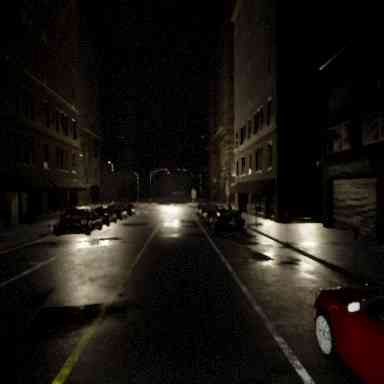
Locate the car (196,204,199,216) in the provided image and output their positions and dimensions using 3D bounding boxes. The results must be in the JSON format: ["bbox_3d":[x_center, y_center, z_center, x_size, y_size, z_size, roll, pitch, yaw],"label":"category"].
[{"bbox_3d":[1.579,1.749,30.652,1.887,1.381,4.507,-1,0,-2],"label":"car"}]

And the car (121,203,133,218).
[{"bbox_3d":[-6.939,1.814,30.313,2.008,1.369,4.403,-1,0,-2],"label":"car"}]

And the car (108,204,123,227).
[{"bbox_3d":[-6.720,1.788,24.812,1.947,1.339,4.313,-1,0,-2],"label":"car"}]

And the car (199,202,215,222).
[{"bbox_3d":[1.798,1.708,25.151,1.887,1.381,4.507,-1,0,-2],"label":"car"}]

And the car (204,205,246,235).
[{"bbox_3d":[2.017,1.688,19.651,1.947,1.339,4.313,-1,0,-2],"label":"car"}]

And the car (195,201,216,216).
[{"bbox_3d":[1.359,1.790,36.153,1.887,1.381,4.507,-1,0,-2],"label":"car"}]

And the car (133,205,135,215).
[{"bbox_3d":[-7.159,1.849,35.814,1.887,1.381,4.507,-1,0,-2],"label":"car"}]

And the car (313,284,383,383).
[{"bbox_3d":[2.674,1.548,3.149,1.887,1.381,4.507,-1,0,-2],"label":"car"}]

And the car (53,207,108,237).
[{"bbox_3d":[-6.503,1.621,19.312,1.967,1.590,4.097,-1,0,-2],"label":"car"}]
